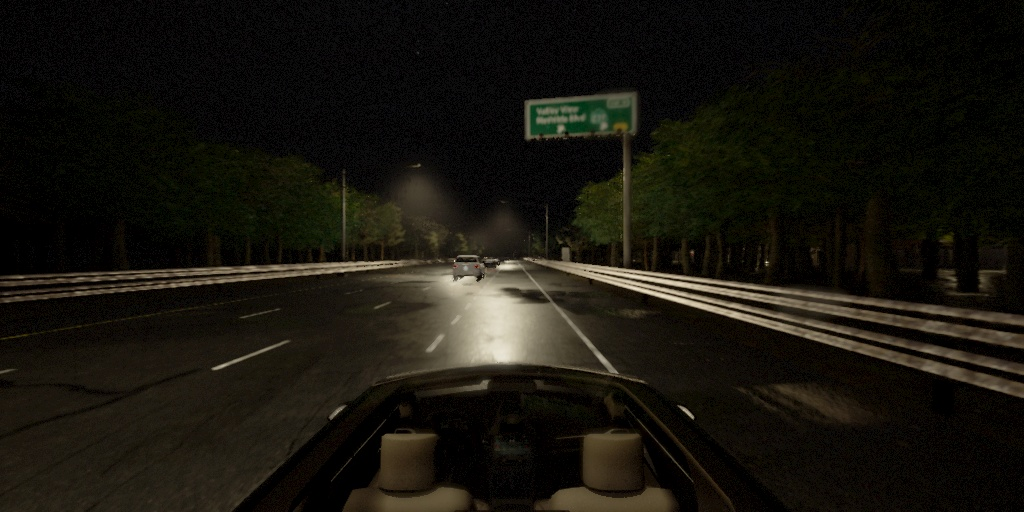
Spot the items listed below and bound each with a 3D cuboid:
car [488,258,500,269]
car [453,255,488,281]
[{"bbox_3d":[-3.487,1.253,57.739,2.128,1.511,4.902,0,0,0],"label":"car"},{"bbox_3d":[-3.497,0.976,29.715,2.150,2.045,5.566,0,0,0],"label":"car"}]
